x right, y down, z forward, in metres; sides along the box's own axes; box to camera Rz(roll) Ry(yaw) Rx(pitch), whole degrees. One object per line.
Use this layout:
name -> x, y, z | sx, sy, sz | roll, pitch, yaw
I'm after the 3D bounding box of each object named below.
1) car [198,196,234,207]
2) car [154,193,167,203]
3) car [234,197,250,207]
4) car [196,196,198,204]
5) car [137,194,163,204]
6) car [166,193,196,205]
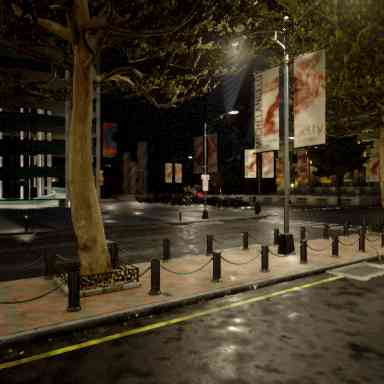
car -> 3.522, 1.478, 50.230 | 1.882, 1.535, 5.008 | 0, 0, -35
car -> -5.700, 1.221, 68.009 | 5.566, 2.045, 2.150 | 0, 0, 45
car -> 6.582, 1.547, 51.978 | 2.033, 1.411, 5.357 | 0, 0, -35
car -> 1.006, 1.526, 59.710 | 1.812, 1.442, 4.674 | 0, 0, -36
car -> -8.718, 1.547, 65.853 | 5.357, 1.411, 2.033 | 0, 0, 43
car -> -1.913, 1.352, 57.747 | 2.097, 1.767, 4.553 | 0, 0, -37
